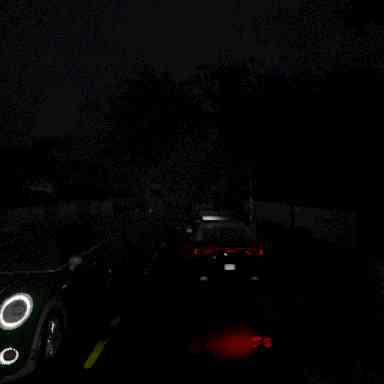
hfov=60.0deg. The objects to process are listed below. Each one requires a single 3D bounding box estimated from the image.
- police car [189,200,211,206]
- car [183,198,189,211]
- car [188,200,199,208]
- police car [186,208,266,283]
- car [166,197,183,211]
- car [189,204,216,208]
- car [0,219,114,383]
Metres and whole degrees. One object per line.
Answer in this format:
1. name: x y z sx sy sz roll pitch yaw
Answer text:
1. police car: 0.922 1.620 26.053 1.930 1.638 5.238 0 0 0
2. car: 0.187 1.962 46.449 1.994 1.385 4.181 0 -1 2
3. car: 0.230 2.114 60.295 1.994 1.385 4.181 0 -1 0
4. police car: 0.861 1.497 10.045 1.930 1.638 5.238 0 0 0
5. car: -2.656 1.923 48.360 1.837 1.490 4.892 0 -1 0
6. car: 0.899 1.671 19.939 1.812 1.442 4.674 0 0 0
7. car: -2.832 1.392 5.741 2.097 1.767 4.553 0 0 0
